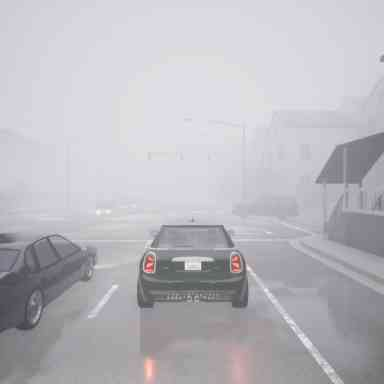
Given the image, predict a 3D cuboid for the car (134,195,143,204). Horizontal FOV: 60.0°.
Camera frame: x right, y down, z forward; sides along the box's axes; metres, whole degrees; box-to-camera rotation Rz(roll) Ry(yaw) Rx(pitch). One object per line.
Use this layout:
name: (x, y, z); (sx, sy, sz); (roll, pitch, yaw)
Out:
car: (-11.185, 1.491, 63.166); (2.128, 1.511, 4.902); (0, 0, 0)

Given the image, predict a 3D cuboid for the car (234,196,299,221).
car: (6.242, 1.314, 28.397); (5.566, 2.045, 2.150); (2, 0, 11)

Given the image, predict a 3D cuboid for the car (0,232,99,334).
car: (-3.486, 1.547, 6.823); (2.033, 1.411, 5.357); (0, 0, 0)

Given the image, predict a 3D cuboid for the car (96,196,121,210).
car: (-11.030, 1.564, 43.200); (1.994, 1.385, 4.181); (0, 0, -1)

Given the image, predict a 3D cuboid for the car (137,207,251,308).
car: (0.005, 1.352, 8.104); (2.097, 1.767, 4.553); (0, 0, 0)

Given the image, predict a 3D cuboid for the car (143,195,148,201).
car: (-11.275, 1.403, 77.188); (2.128, 1.511, 4.902); (0, 0, -1)

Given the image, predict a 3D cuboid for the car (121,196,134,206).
car: (-11.120, 1.352, 52.863); (2.097, 1.767, 4.553); (0, 0, -1)
